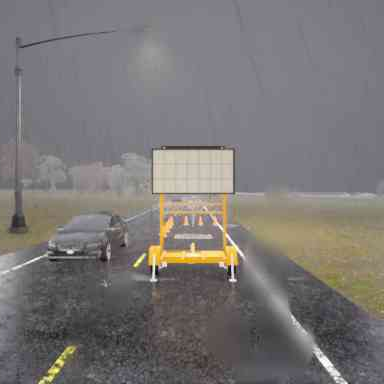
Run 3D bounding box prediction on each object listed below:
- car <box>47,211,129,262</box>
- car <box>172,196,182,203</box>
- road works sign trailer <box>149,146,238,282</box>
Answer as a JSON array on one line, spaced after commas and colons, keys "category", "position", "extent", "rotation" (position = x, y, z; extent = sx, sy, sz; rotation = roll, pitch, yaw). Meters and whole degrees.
[{"category": "car", "position": [-3.558, 1.506, 12.164], "extent": [1.837, 1.490, 4.892], "rotation": [0, 0, 0]}, {"category": "car", "position": [-3.242, 1.568, 71.004], "extent": [1.994, 1.385, 4.181], "rotation": [0, 0, 0]}, {"category": "road works sign trailer", "position": [0.034, 0.465, 9.769], "extent": [2.380, 3.560, 2.880], "rotation": [0, 0, 0]}]
